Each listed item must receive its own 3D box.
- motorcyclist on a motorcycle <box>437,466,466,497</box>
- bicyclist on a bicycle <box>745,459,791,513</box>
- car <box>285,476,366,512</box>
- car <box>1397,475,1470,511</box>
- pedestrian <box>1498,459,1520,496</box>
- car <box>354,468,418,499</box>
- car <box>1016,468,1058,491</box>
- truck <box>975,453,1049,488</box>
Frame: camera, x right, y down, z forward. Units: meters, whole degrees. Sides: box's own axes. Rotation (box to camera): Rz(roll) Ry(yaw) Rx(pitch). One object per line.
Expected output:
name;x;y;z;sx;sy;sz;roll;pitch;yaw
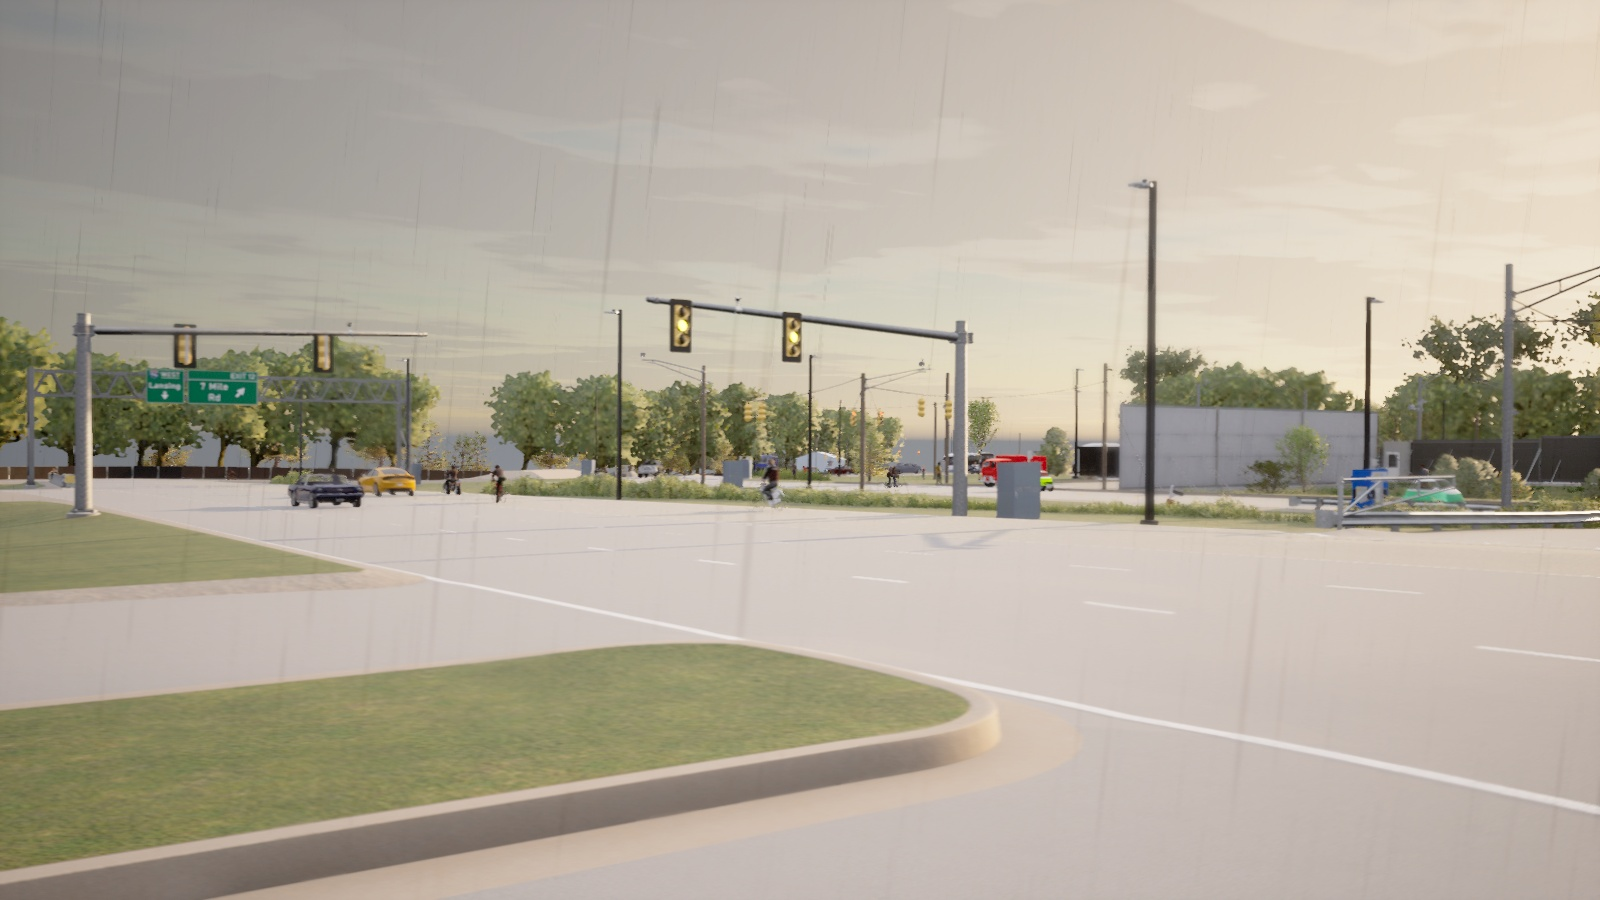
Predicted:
motorcyclist on a motorcycle;-18.953;1.716;68.274;0.766;1.649;2.350;0;-1;-35
bicyclist on a bicycle;-1.086;1.186;42.273;0.659;1.776;1.843;0;0;-35
car;-18.670;1.679;49.323;1.895;1.301;4.718;0;-1;-34
car;25.988;1.745;51.543;1.481;1.376;2.207;0;-1;-34
pedestrian;34.743;1.351;61.582;0.328;1.805;0.869;0;1;-35
car;-21.930;1.758;66.427;1.882;1.535;5.008;0;-1;-35
car;15.094;1.875;80.070;1.481;1.376;2.207;0;0;-34
truck;16.014;1.535;94.784;5.204;2.467;2.627;1;0;-36
